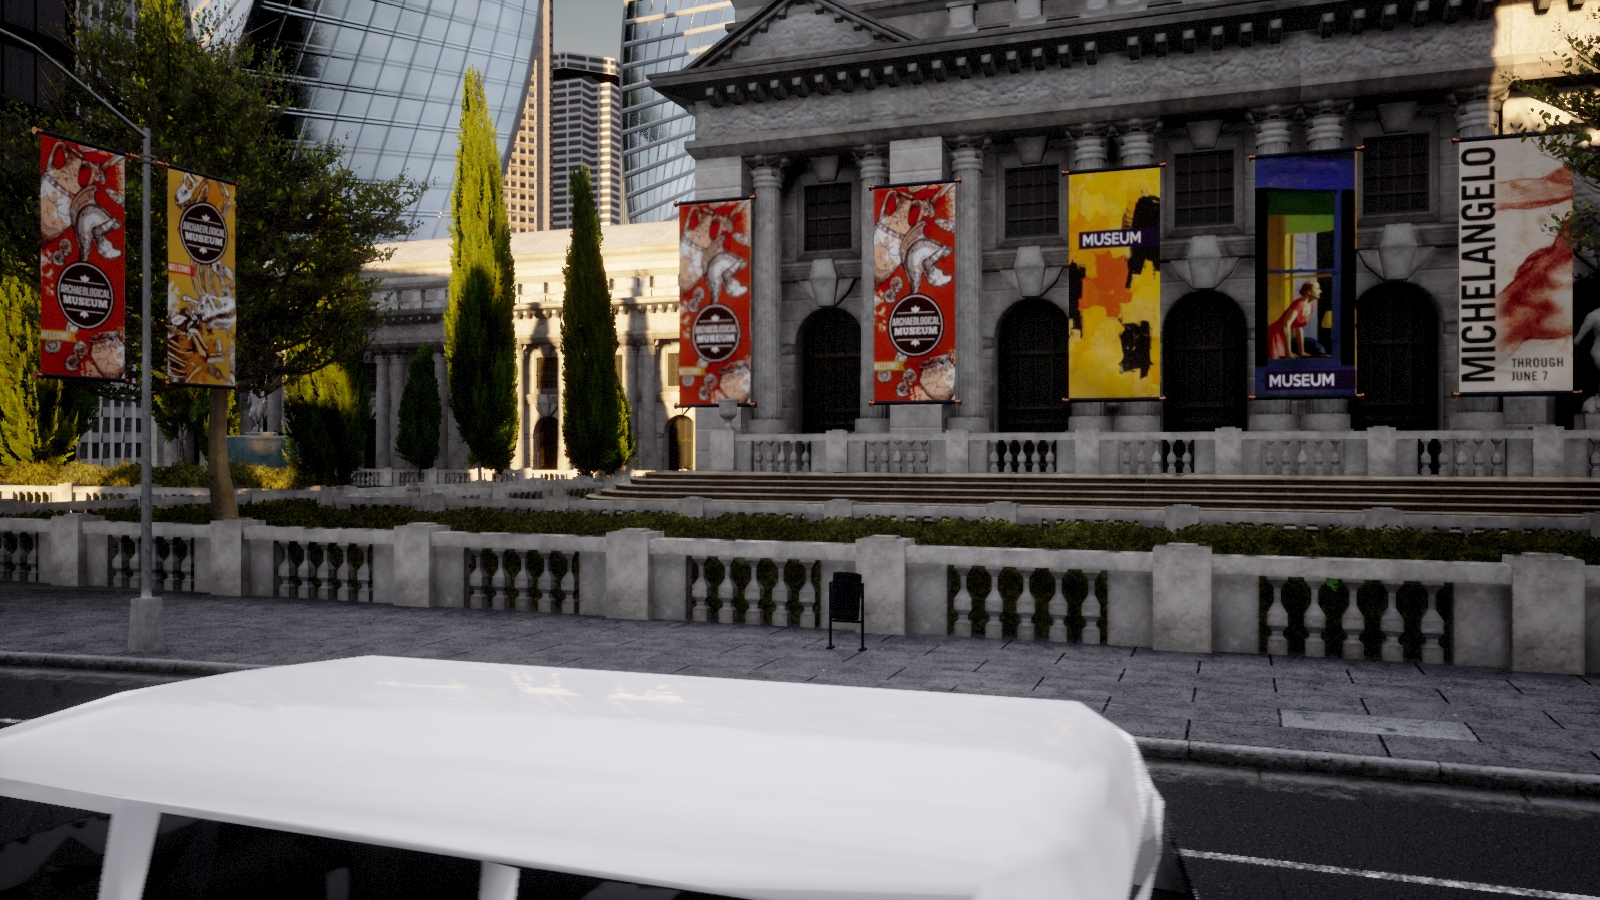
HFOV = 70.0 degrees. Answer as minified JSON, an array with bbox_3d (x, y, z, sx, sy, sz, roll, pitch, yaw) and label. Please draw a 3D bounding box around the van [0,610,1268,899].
[{"bbox_3d":[-0.934,1.782,3.704,4.480,2.038,2.069,0,0,21],"label":"van"}]
